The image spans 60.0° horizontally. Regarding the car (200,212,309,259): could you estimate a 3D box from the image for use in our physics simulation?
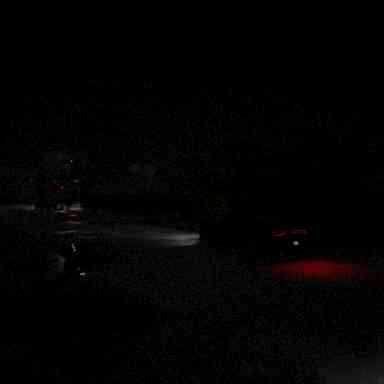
[{"bbox_3d":[2.140,1.505,12.919,1.882,1.535,5.008,1,-1,-30],"label":"car"}]

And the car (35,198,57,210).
[{"bbox_3d":[-18.429,1.518,41.945,2.128,1.511,4.902,0,0,-36],"label":"car"}]
